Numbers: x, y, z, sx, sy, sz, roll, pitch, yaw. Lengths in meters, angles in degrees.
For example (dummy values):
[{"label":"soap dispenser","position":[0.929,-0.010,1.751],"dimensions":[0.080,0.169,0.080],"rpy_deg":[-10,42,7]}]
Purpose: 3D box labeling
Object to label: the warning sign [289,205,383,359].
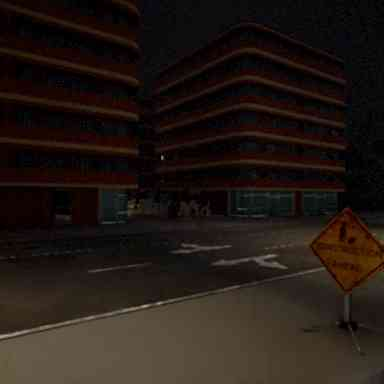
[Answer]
[{"label":"warning sign","position":[2.339,1.158,4.984],"dimensions":[1.060,1.860,1.300],"rpy_deg":[1,0,-35]}]
